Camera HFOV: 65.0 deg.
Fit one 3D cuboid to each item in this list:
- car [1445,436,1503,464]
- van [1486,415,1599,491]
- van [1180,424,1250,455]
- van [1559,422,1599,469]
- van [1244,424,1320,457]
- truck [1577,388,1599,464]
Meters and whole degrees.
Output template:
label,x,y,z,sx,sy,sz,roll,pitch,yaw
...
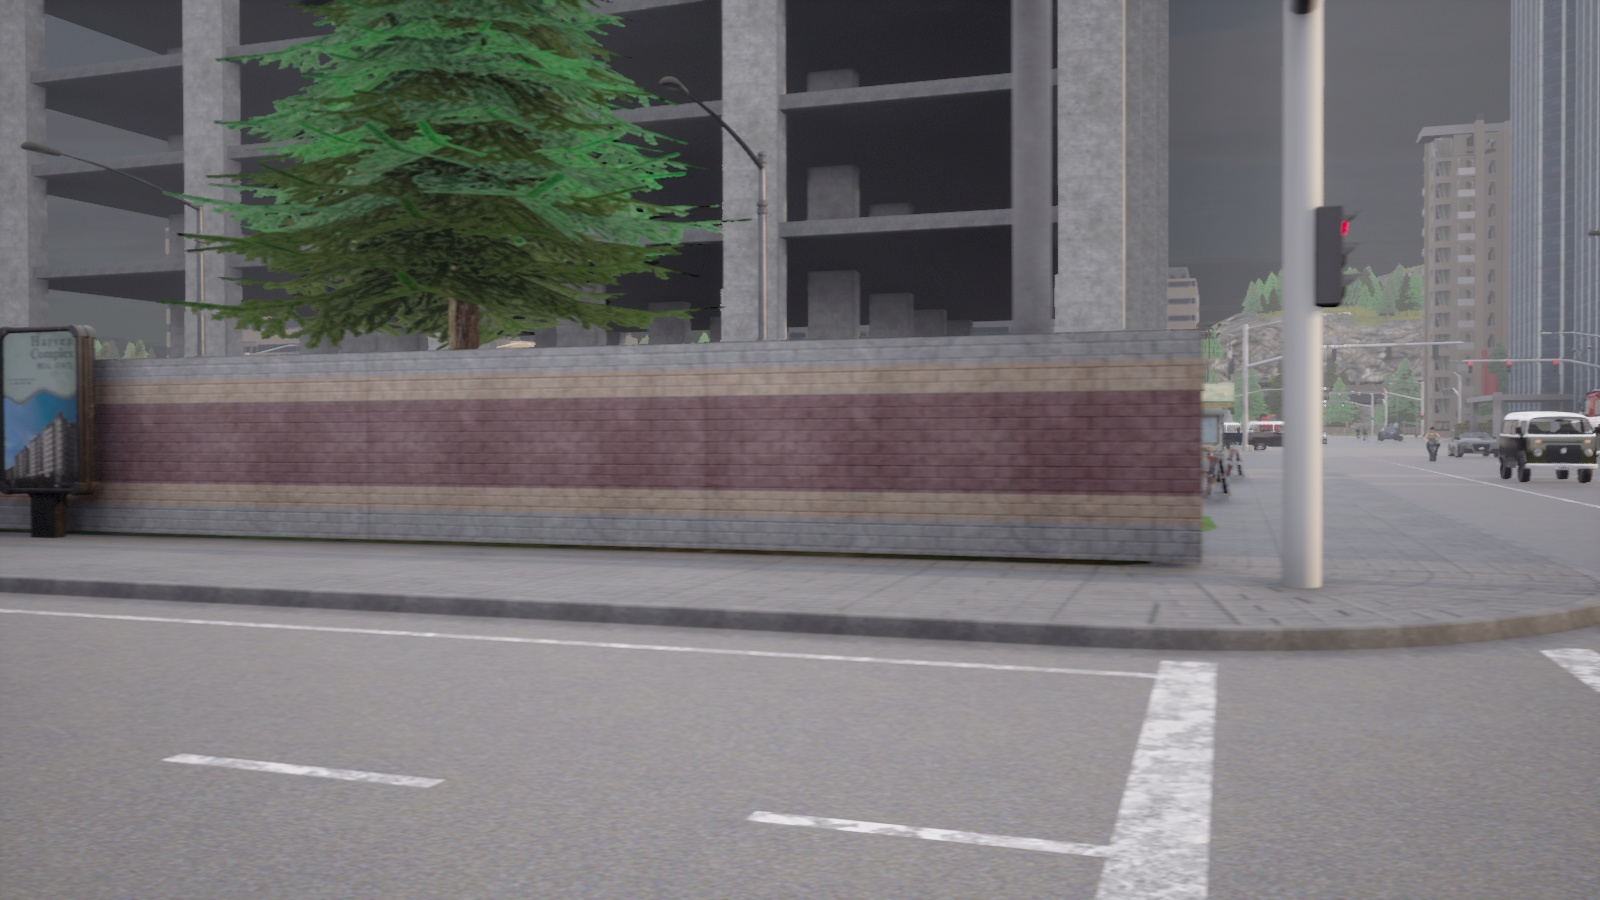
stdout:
label,x,y,z,sx,sy,sz,roll,pitch,yaw
car,35.201,-0.030,65.704,1.994,1.385,4.181,1,1,19
van,21.444,0.049,36.300,2.069,2.038,4.480,1,1,19
van,28.367,-0.719,85.880,4.480,2.038,2.069,0,1,17
van,35.585,-0.214,55.985,2.069,2.038,4.480,1,1,19
van,31.131,-0.634,81.229,4.480,2.038,2.069,1,1,18
truck,41.601,-1.187,62.740,2.891,3.827,8.468,1,1,19
